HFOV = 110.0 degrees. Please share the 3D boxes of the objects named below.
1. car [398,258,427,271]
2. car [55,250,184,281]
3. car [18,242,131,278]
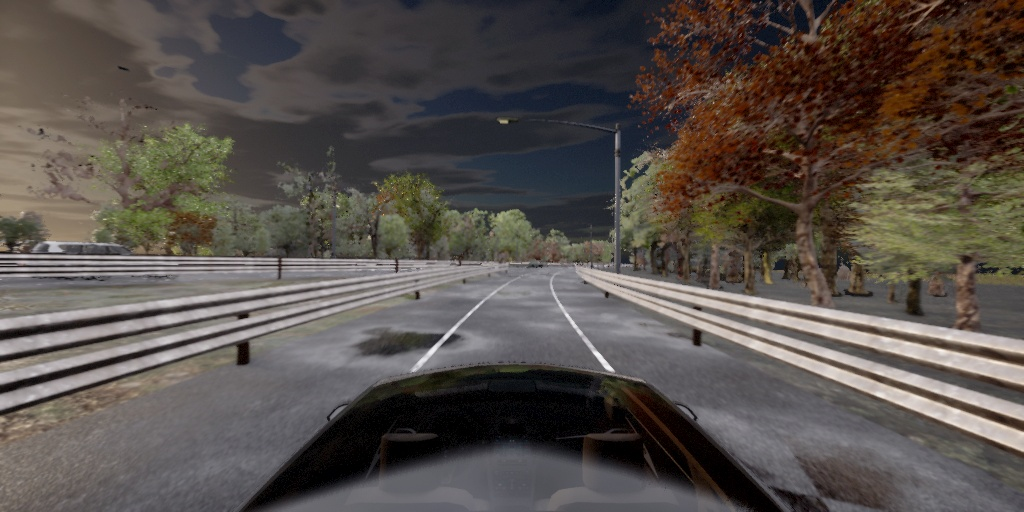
[{"bbox_3d":[-12.948,1.004,46.557,2.097,1.767,4.553,0,-1,24],"label":"car"},{"bbox_3d":[-21.277,0.597,19.954,1.812,1.442,4.674,0,-1,25],"label":"car"},{"bbox_3d":[-24.432,0.264,21.468,2.150,2.045,5.566,0,-1,25],"label":"car"}]
